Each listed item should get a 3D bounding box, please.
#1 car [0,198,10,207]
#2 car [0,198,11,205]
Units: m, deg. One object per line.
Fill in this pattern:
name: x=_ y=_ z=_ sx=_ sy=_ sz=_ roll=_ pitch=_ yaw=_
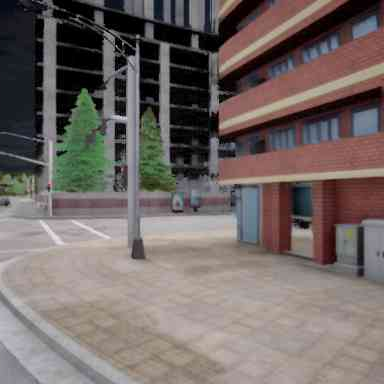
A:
car: x=-37.695 y=2.143 z=66.112 sx=2.128 sy=1.511 sz=4.902 roll=0 pitch=-1 yaw=-27
car: x=-42.324 y=2.081 z=75.283 sx=2.033 sy=1.411 sz=5.357 roll=0 pitch=-1 yaw=-27
